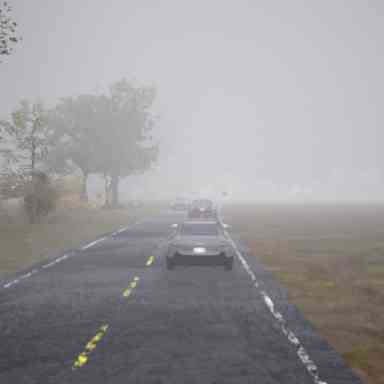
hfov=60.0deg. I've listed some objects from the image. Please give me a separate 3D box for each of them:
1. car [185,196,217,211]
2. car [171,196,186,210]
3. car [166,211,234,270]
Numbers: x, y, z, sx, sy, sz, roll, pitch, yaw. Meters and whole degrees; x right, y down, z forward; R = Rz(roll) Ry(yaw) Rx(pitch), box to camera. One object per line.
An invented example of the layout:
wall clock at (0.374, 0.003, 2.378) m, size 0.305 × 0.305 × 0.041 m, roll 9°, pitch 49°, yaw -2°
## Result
car at (0.881, 1.309, 26.302) m, size 2.097 × 1.767 × 4.553 m, roll 0°, pitch 0°, yaw 3°
car at (-1.304, 1.283, 40.386) m, size 2.097 × 1.767 × 4.553 m, roll 0°, pitch 0°, yaw 5°
car at (0.262, 1.547, 11.041) m, size 1.994 × 1.385 × 4.181 m, roll 0°, pitch 0°, yaw 2°
